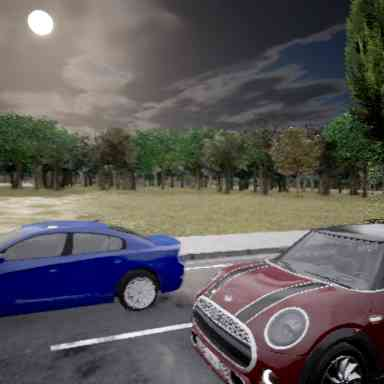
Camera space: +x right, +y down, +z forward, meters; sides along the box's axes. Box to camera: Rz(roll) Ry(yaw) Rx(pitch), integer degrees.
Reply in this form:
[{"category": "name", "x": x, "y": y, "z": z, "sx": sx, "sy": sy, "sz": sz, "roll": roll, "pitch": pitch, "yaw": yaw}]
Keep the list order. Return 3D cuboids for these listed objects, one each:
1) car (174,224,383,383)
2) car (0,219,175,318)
[{"category": "car", "x": 2.289, "y": 1.277, "z": 4.623, "sx": 4.553, "sy": 1.767, "sz": 2.097, "roll": 0, "pitch": 1, "yaw": -24}, {"category": "car", "x": -2.583, "y": 1.284, "z": 6.029, "sx": 5.008, "sy": 1.535, "sz": 1.882, "roll": 0, "pitch": 1, "yaw": -24}]
